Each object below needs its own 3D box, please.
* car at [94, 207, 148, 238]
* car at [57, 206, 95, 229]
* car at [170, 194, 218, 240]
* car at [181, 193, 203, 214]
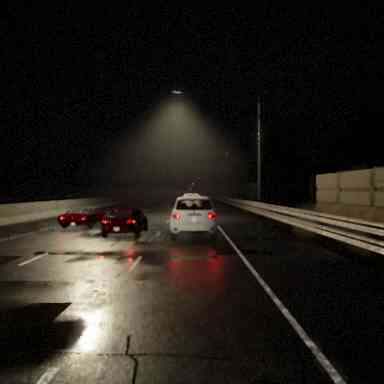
[{"bbox_3d":[-3.438,1.508,17.494,1.812,1.442,4.674,0,0,0],"label":"car"},{"bbox_3d":[-6.953,1.579,21.692,1.895,1.301,4.718,0,0,0],"label":"car"},{"bbox_3d":[0.071,1.205,16.874,2.150,2.045,5.566,0,0,-1],"label":"car"},{"bbox_3d":[-0.037,1.176,35.499,2.150,2.045,5.566,0,0,0],"label":"car"}]
